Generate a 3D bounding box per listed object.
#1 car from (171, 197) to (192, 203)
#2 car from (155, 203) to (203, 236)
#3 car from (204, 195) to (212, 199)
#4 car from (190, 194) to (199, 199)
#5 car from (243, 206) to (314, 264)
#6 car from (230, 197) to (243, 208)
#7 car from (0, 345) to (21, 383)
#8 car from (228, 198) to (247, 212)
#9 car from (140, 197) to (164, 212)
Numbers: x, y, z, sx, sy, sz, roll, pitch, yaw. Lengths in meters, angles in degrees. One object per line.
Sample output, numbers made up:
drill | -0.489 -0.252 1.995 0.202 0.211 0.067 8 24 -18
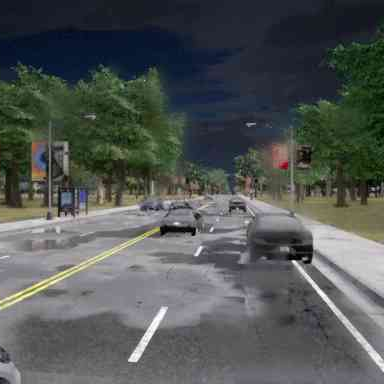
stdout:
car | -1.452 1.569 38.595 1.994 1.385 4.181 0 0 7
car | -0.504 1.565 18.724 1.994 1.385 4.181 0 0 7
car | 3.874 1.279 79.646 1.812 1.442 4.674 0 0 7
car | 0.615 1.257 79.781 1.882 1.535 5.008 0 0 7
car | 2.957 1.479 11.950 1.882 1.535 5.008 0 0 7
car | 6.419 1.535 48.043 1.812 1.442 4.674 0 0 8
car | -2.730 1.525 1.232 1.812 1.442 4.674 0 0 7
car | 5.173 1.511 37.898 1.837 1.490 4.892 0 0 7
car | -4.652 1.357 39.195 2.097 1.767 4.553 0 0 7
